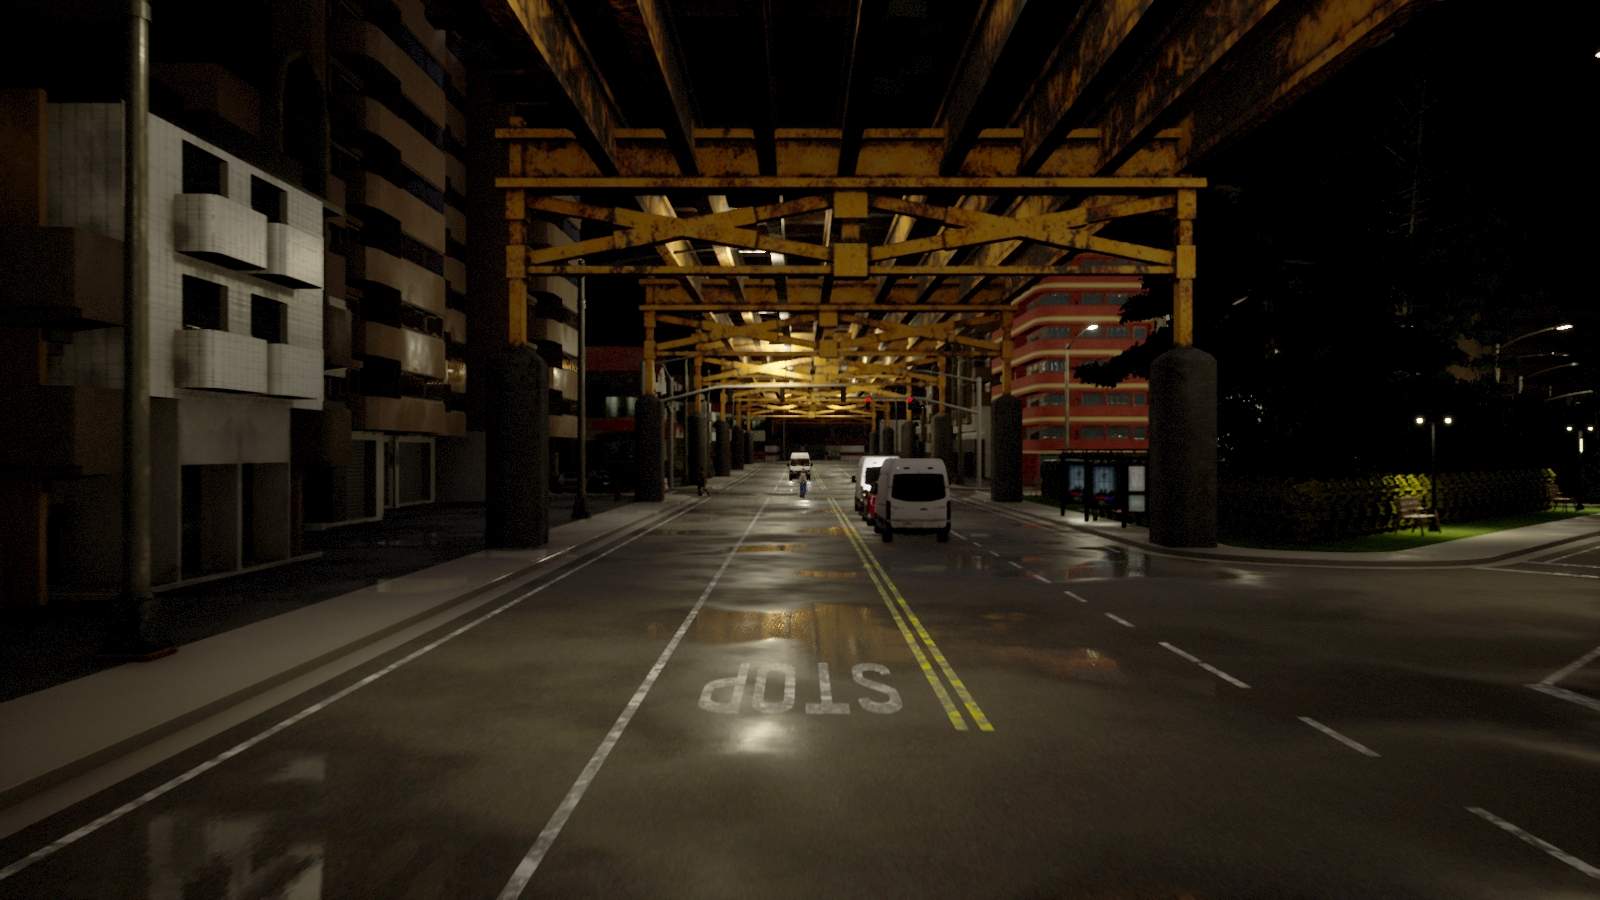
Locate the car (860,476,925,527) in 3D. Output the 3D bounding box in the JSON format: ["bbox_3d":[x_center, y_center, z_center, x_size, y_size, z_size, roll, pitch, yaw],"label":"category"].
[{"bbox_3d":[3.470,1.912,43.634,2.097,1.767,4.553,0,0,0],"label":"car"}]

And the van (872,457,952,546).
[{"bbox_3d":[3.490,1.539,36.611,1.988,2.561,5.915,0,0,0],"label":"van"}]
